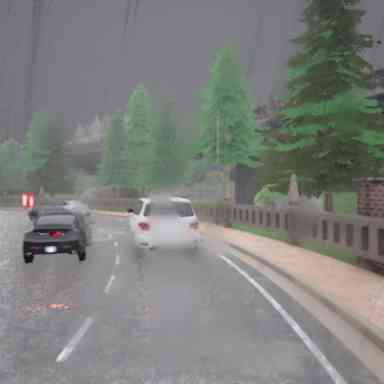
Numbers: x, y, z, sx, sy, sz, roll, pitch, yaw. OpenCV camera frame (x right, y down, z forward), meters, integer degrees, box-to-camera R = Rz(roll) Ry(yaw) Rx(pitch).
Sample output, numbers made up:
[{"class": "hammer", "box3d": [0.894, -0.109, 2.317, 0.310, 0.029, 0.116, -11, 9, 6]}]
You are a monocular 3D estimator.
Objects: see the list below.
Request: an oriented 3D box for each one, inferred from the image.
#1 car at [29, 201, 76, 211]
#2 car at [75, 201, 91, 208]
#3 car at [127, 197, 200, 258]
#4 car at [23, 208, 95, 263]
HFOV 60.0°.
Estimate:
[{"class": "car", "box3d": [-10.601, 1.517, 24.423, 2.033, 1.411, 5.357, 0, 0, -37]}, {"class": "car", "box3d": [-10.677, 1.489, 29.665, 1.812, 1.442, 4.674, 0, 0, -44]}, {"class": "car", "box3d": [-1.269, 1.208, 12.909, 2.150, 2.045, 5.566, 0, 0, -13]}, {"class": "car", "box3d": [-4.683, 1.485, 12.054, 1.837, 1.490, 4.892, 0, -1, -14]}]
